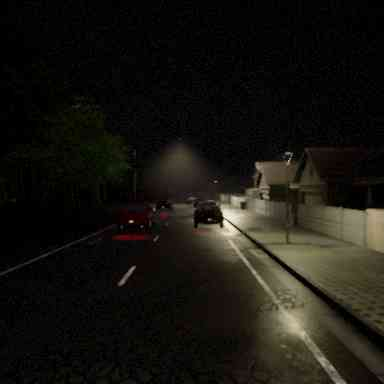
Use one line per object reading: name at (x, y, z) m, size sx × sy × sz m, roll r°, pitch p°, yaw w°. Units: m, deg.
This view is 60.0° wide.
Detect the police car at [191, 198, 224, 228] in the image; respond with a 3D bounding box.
police car at (1.056, 1.454, 22.654) m, size 1.930 × 1.638 × 5.238 m, roll 0°, pitch 0°, yaw 0°

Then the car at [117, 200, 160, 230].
car at (-3.395, 1.504, 21.106) m, size 1.882 × 1.535 × 5.008 m, roll 0°, pitch 0°, yaw 0°

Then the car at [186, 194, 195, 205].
car at (0.018, 1.519, 57.928) m, size 1.994 × 1.385 × 4.181 m, roll 0°, pitch 0°, yaw 0°

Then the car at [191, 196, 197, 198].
car at (1.059, 1.486, 32.732) m, size 1.801 × 1.575 × 5.366 m, roll 0°, pitch 0°, yaw 0°

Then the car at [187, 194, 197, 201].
car at (0.020, 1.260, 75.361) m, size 2.033 × 1.411 × 5.357 m, roll 0°, pitch 0°, yaw 0°

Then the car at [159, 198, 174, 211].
car at (-3.383, 1.521, 41.518) m, size 1.837 × 1.490 × 4.892 m, roll 0°, pitch 0°, yaw 0°
